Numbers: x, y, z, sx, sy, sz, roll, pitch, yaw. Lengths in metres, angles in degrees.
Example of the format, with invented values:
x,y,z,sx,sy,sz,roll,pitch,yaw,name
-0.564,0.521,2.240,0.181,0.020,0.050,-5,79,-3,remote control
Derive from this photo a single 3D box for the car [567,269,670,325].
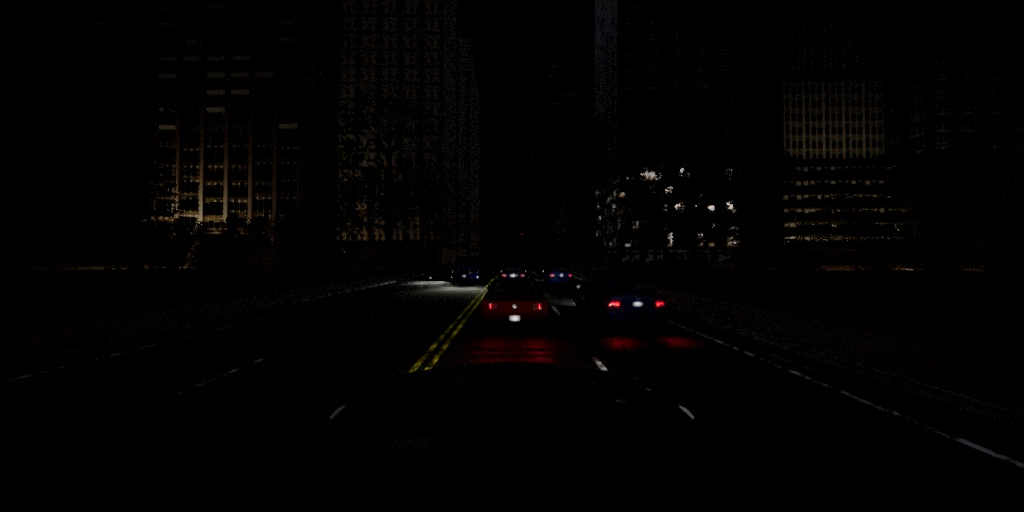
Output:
x,y,z,sx,sy,sz,roll,pitch,yaw,name
3.343,1.331,11.990,2.033,1.411,5.357,0,0,0,car

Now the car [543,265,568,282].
x,y,z,sx,sy,sz,roll,pitch,yaw,name
3.359,1.373,26.776,2.033,1.411,5.357,0,0,0,car

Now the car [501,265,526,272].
x,y,z,sx,sy,sz,roll,pitch,yaw,name
0.110,1.373,26.808,2.033,1.411,5.357,0,0,0,car

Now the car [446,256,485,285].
x,y,z,sx,sy,sz,roll,pitch,yaw,name
-3.316,1.050,27.709,2.150,2.045,5.566,0,0,0,car

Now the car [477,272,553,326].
x,y,z,sx,sy,sz,roll,pitch,yaw,name
0.091,1.384,11.834,1.895,1.301,4.718,0,0,0,car

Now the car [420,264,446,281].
x,y,z,sx,sy,sz,roll,pitch,yaw,name
-6.553,1.386,31.526,2.033,1.411,5.357,0,0,0,car
